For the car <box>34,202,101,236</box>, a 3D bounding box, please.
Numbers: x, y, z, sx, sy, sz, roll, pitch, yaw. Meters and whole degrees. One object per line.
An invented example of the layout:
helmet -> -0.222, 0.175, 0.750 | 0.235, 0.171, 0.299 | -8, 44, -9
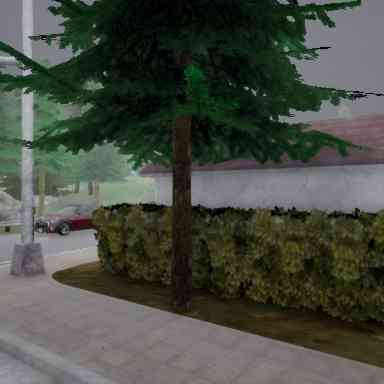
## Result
car -> -7.086, 1.544, 20.219 | 2.097, 1.767, 4.553 | 0, 0, 35
